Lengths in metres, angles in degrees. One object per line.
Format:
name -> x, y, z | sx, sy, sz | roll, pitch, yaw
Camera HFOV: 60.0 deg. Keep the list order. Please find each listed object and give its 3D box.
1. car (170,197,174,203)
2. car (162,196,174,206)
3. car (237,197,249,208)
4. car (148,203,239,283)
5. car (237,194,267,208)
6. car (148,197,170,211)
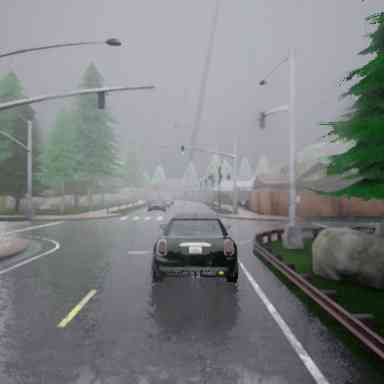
car -> -4.139, 1.665, 49.275 | 1.895, 1.301, 4.718 | 0, 0, 0
car -> -4.213, 1.561, 59.454 | 1.882, 1.535, 5.008 | 0, 0, 0
car -> 8.836, 1.229, 44.445 | 4.605, 1.855, 1.932 | 0, 0, -1
car -> 0.086, 1.371, 9.873 | 2.097, 1.767, 4.553 | 0, 0, 0
car -> 8.420, 1.236, 46.955 | 3.866, 1.878, 1.905 | 0, 0, -1
car -> -4.062, 1.609, 39.420 | 1.994, 1.385, 4.181 | 0, 0, 0
